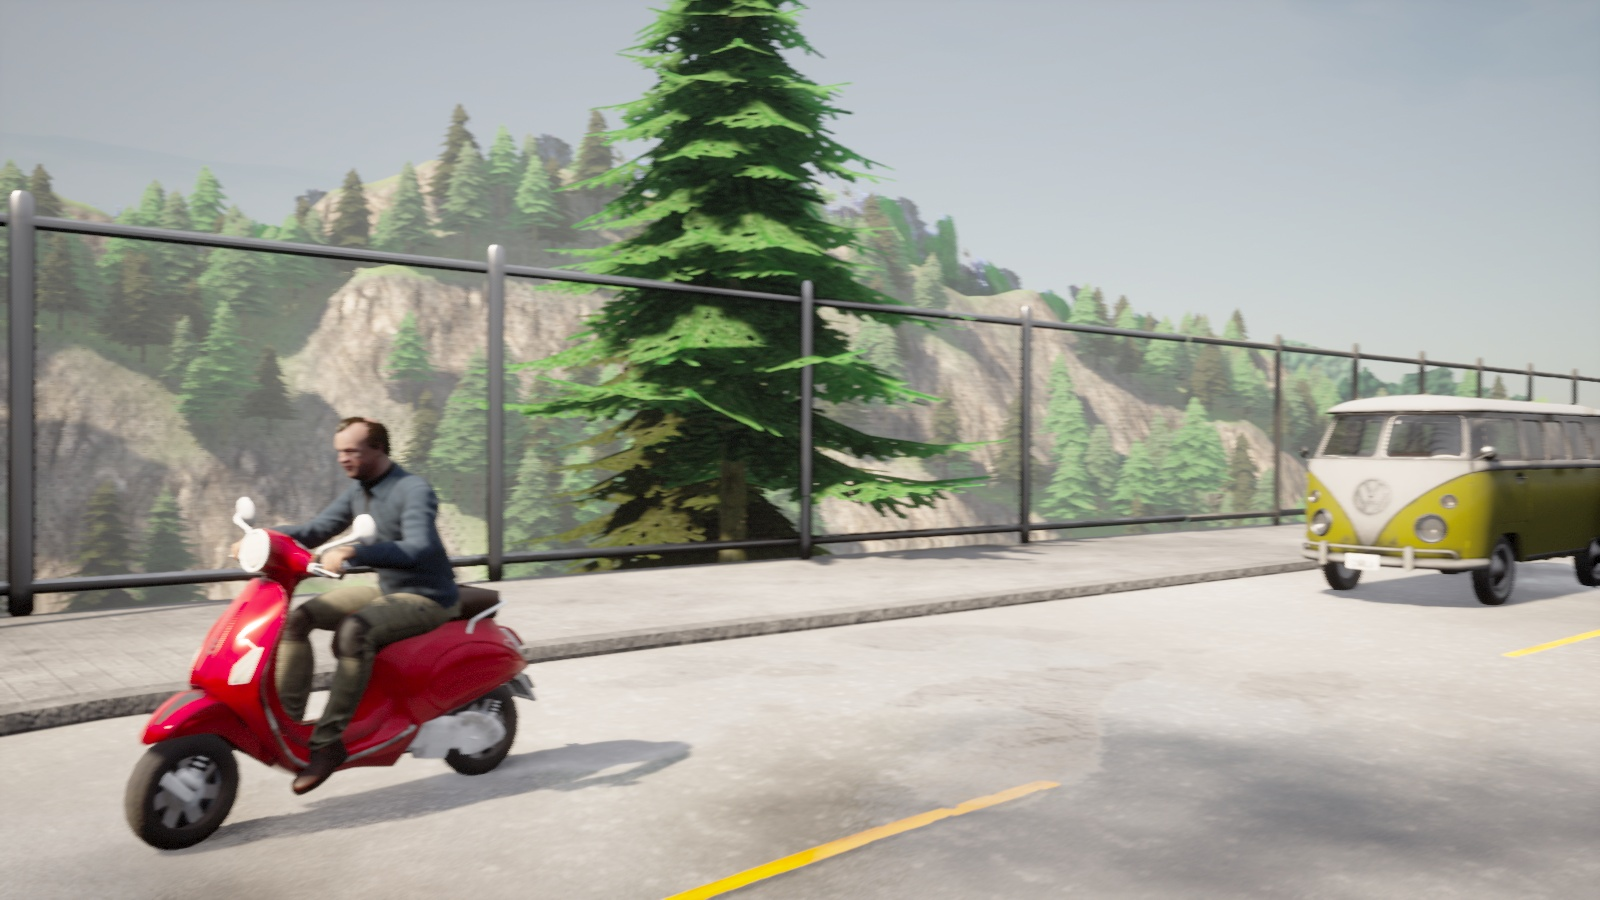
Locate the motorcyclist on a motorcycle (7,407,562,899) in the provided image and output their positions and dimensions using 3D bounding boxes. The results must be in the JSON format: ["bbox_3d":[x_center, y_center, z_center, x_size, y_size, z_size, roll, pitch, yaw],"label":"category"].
[{"bbox_3d":[-1.936,0.655,4.959,0.866,1.590,1.817,2,1,37],"label":"motorcyclist on a motorcycle"}]

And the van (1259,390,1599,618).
[{"bbox_3d":[6.780,0.467,13.091,4.442,1.987,1.775,0,0,-41],"label":"van"}]
